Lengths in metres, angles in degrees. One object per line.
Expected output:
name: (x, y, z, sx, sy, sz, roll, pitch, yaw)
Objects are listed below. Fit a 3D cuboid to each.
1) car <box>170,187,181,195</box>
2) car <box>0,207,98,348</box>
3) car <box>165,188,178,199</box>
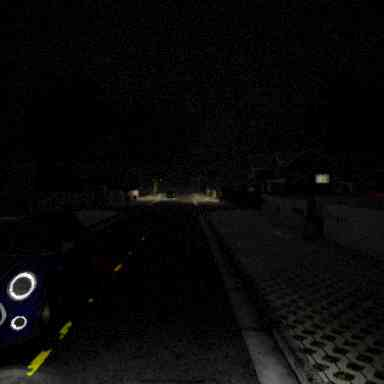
car: (-4.328, -0.274, 80.025, 2.150, 2.045, 5.566, 0, 1, -1)
car: (-3.258, 1.252, 6.365, 2.097, 1.767, 4.553, 0, 1, -4)
car: (-4.146, 0.472, 64.526, 1.837, 1.490, 4.892, 0, 1, 0)
